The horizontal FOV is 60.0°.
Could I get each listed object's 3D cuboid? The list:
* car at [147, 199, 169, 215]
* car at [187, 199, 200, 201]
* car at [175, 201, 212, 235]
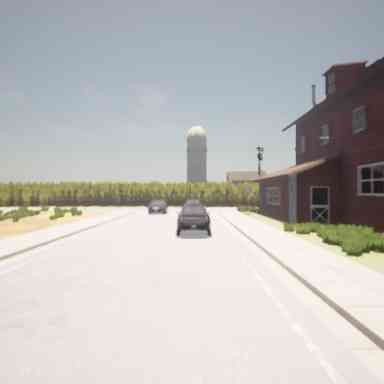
[{"bbox_3d":[-3.525,1.521,35.031,2.128,1.511,4.902,0,0,0],"label":"car"},{"bbox_3d":[0.155,1.533,34.313,1.837,1.490,4.892,0,0,2],"label":"car"},{"bbox_3d":[0.092,1.507,18.937,2.128,1.511,4.902,0,0,0],"label":"car"}]
